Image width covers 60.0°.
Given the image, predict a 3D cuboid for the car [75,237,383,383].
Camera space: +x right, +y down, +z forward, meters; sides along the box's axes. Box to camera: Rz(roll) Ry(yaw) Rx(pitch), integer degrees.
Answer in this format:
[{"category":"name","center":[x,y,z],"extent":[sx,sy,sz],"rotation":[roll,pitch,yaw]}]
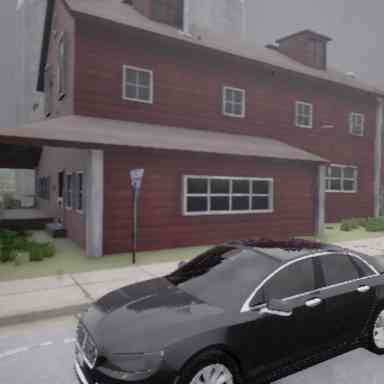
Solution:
[{"category":"car","center":[0.977,1.447,4.574],"extent":[4.892,1.490,1.837],"rotation":[1,1,-31]}]
